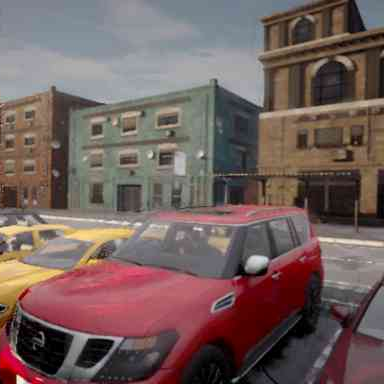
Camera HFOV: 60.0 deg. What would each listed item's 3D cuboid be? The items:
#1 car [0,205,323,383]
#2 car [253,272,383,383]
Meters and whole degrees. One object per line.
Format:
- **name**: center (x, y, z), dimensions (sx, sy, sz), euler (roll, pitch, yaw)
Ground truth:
- **car**: center (0.279, 1.263, 4.923), dimensions (2.435, 2.045, 5.566), euler (0, 0, 36)
- **car**: center (2.558, 1.563, 3.326), dimensions (2.002, 1.452, 4.674), euler (0, 0, 36)
